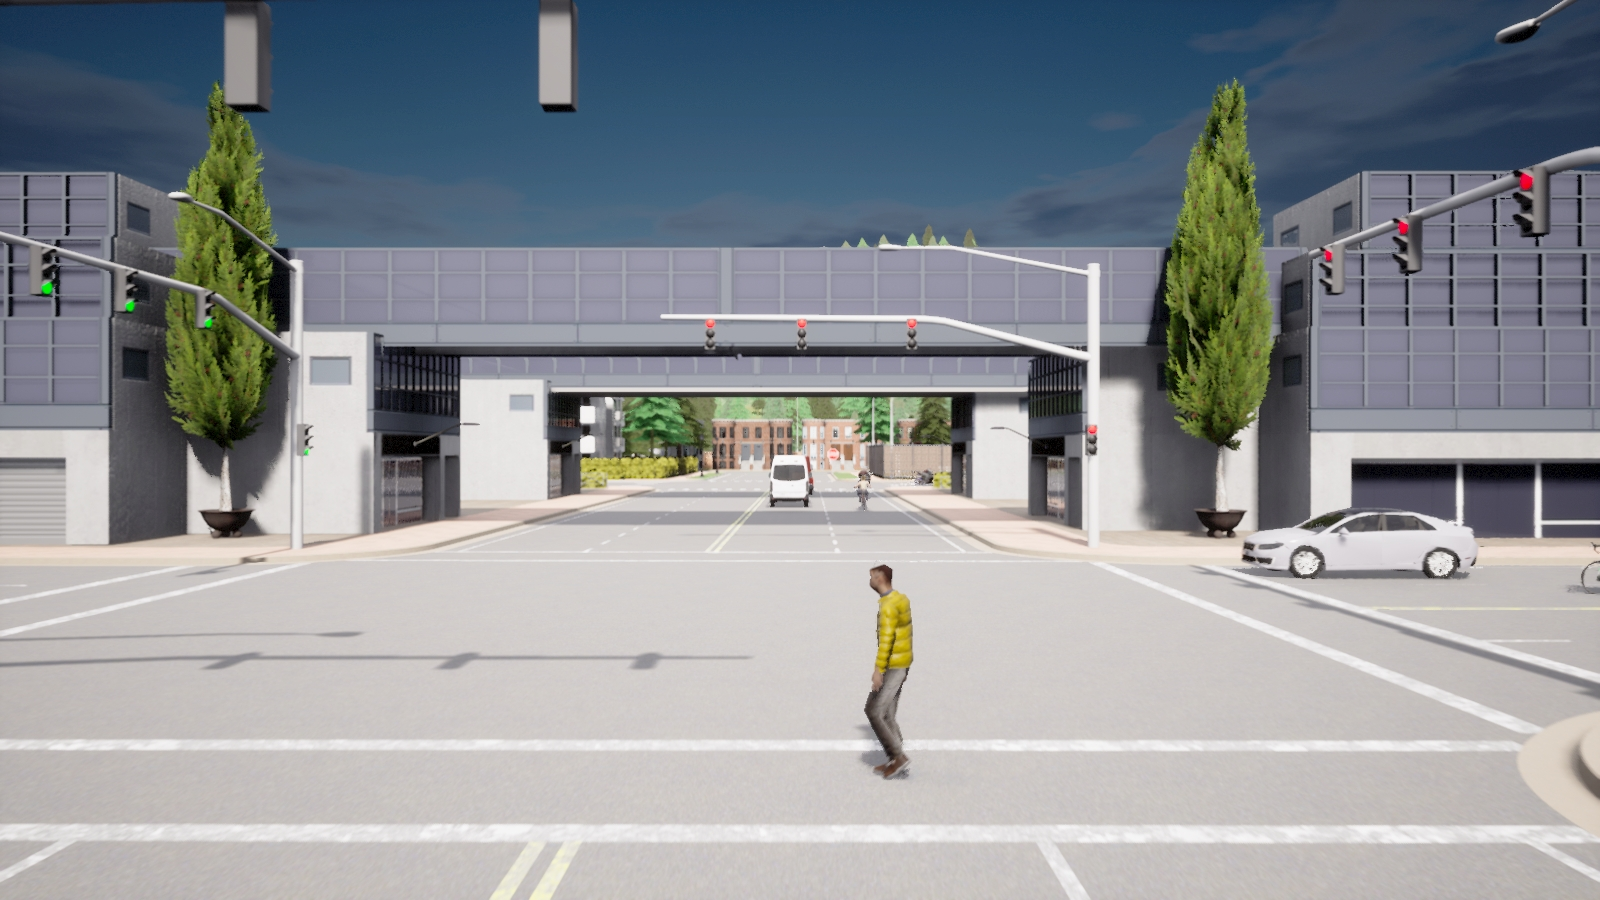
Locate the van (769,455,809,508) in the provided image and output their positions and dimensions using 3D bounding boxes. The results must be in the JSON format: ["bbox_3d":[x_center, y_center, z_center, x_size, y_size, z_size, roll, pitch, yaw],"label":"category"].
[{"bbox_3d":[-0.509,1.551,59.037,1.988,2.561,5.915,0,0,0],"label":"van"}]

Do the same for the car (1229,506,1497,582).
[{"bbox_3d":[12.473,2.069,25.602,4.892,1.480,2.231,0,0,2],"label":"car"}]

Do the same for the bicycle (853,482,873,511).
[{"bbox_3d":[2.968,2.173,53.752,0.859,1.276,1.487,0,0,0],"label":"bicycle"}]

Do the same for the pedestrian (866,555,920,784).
[{"bbox_3d":[0.798,1.852,9.754,0.375,1.860,0.375,0,0,20],"label":"pedestrian"}]
